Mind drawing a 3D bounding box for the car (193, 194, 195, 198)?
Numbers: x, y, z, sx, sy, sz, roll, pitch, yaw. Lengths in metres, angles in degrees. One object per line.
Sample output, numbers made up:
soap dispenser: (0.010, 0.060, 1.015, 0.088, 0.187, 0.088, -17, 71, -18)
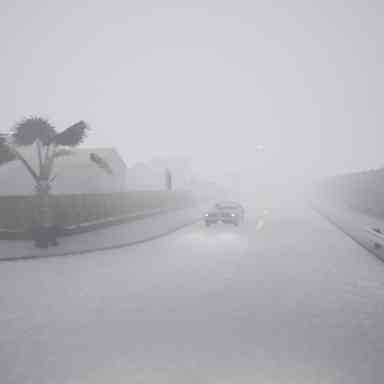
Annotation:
car: (-1.448, 0.500, 47.795, 3.633, 1.501, 1.845, -1, 1, 12)

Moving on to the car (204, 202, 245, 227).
car: (2.044, 1.264, 19.996, 1.895, 1.301, 4.718, -1, 1, 15)
